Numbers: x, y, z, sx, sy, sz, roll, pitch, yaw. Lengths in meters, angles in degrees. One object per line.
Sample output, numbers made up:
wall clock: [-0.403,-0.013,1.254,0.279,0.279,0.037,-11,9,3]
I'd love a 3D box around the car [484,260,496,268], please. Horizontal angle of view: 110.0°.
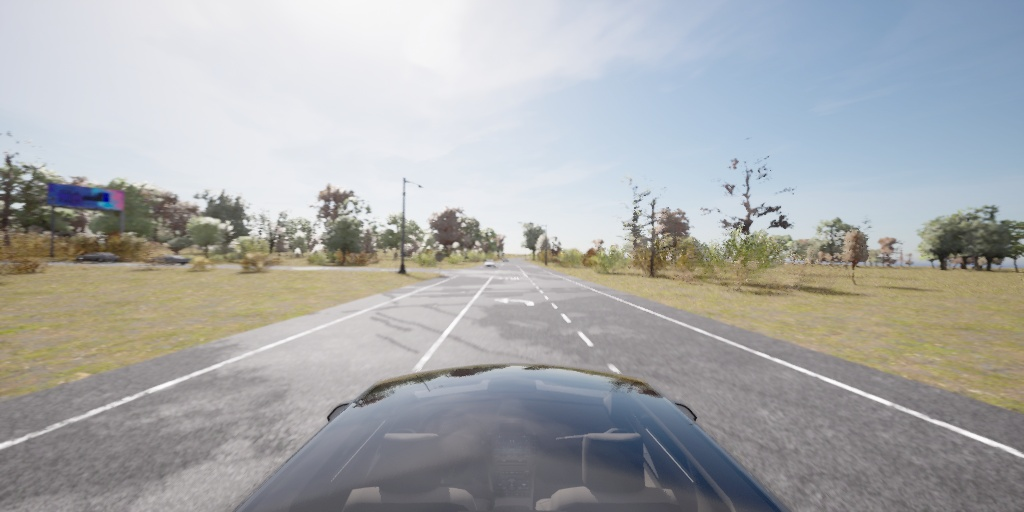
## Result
car: [-3.854,1.387,62.994,1.812,1.442,4.674,1,0,-1]
